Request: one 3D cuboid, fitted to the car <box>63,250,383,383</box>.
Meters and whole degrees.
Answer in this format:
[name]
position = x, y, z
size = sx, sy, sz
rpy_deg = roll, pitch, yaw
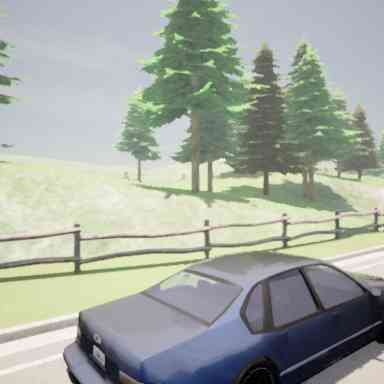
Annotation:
[car]
position = 1.127, 1.578, 4.651
size = 5.357, 1.411, 2.033
rpy_deg = 0, -1, -37
